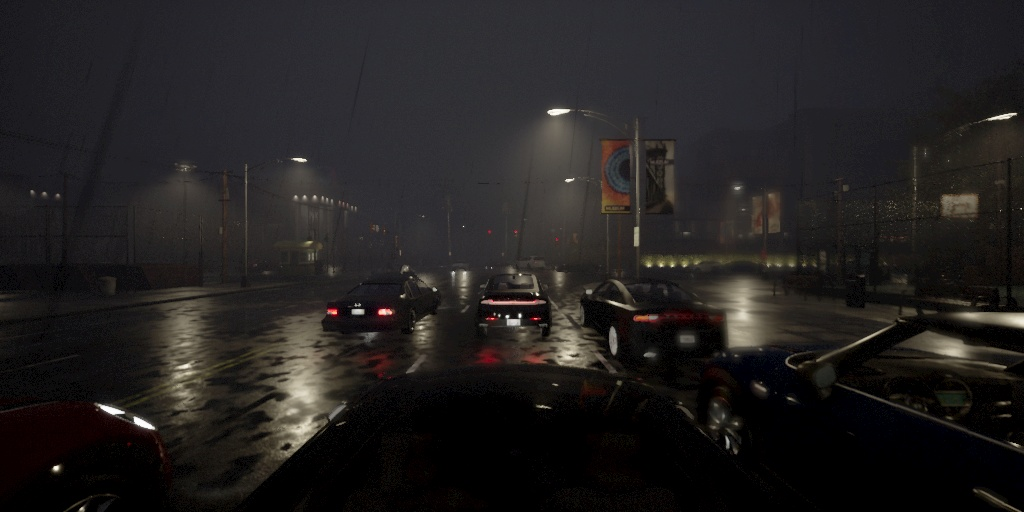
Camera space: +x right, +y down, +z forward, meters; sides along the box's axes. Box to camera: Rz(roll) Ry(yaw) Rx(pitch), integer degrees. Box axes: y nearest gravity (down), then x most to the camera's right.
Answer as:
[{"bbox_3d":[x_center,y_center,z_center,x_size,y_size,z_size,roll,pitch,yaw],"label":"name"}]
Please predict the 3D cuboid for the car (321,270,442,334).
[{"bbox_3d":[-3.442,1.305,10.567,2.033,1.411,5.357,0,0,0],"label":"car"}]

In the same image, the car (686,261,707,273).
[{"bbox_3d":[23.228,1.310,42.649,4.674,1.442,1.812,0,0,-1],"label":"car"}]

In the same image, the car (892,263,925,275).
[{"bbox_3d":[45.065,1.328,39.275,5.357,1.411,2.033,0,0,-1],"label":"car"}]

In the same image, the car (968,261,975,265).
[{"bbox_3d":[45.197,1.323,32.275,5.357,1.411,2.033,0,0,-1],"label":"car"}]

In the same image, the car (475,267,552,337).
[{"bbox_3d":[0.055,1.249,10.304,2.128,1.511,4.902,0,0,0],"label":"car"}]

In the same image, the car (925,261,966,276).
[{"bbox_3d":[45.165,1.270,35.775,4.902,1.511,2.128,0,0,-1],"label":"car"}]

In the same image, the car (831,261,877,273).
[{"bbox_3d":[40.824,1.310,42.774,4.674,1.442,1.812,0,0,0],"label":"car"}]

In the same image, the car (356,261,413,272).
[{"bbox_3d":[-7.107,1.258,21.490,2.128,1.511,4.902,0,0,0],"label":"car"}]

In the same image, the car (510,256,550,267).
[{"bbox_3d":[2.409,1.011,49.085,2.150,2.045,5.566,-1,0,-30],"label":"car"}]

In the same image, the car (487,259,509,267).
[{"bbox_3d":[-2.104,1.348,63.132,2.033,1.411,5.357,0,0,17],"label":"car"}]

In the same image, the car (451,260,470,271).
[{"bbox_3d":[-6.990,1.315,48.942,1.812,1.442,4.674,0,0,2],"label":"car"}]

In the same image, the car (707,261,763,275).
[{"bbox_3d":[24.598,1.259,39.180,5.008,1.535,1.882,0,0,0],"label":"car"}]

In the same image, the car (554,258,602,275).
[{"bbox_3d":[7.574,1.274,40.200,4.902,1.511,2.128,0,0,16],"label":"car"}]

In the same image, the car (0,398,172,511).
[{"bbox_3d":[-3.403,1.101,0.563,2.097,1.767,4.553,0,0,0],"label":"car"}]
